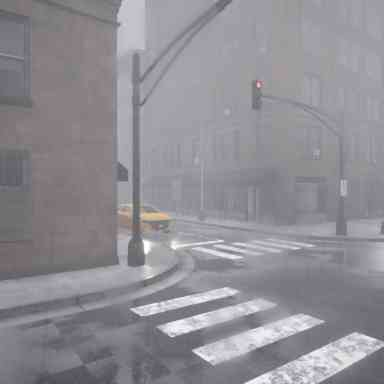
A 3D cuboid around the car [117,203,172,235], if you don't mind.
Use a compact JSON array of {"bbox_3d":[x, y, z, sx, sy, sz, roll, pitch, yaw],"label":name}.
[{"bbox_3d":[-2.931,1.382,18.392,1.882,1.535,5.008,0,0,-34],"label":"car"}]
